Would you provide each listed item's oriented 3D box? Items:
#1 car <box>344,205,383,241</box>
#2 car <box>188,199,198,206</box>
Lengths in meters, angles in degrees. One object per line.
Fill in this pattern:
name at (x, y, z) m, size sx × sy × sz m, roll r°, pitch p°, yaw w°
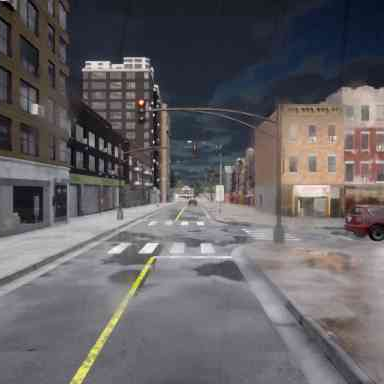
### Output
car at (10.843, 1.642, 17.854) m, size 5.009 × 1.841 × 2.192 m, roll 1°, pitch -1°, yaw 0°
car at (0.154, 2.204, 72.477) m, size 1.837 × 1.490 × 4.892 m, roll 0°, pitch -1°, yaw 0°
